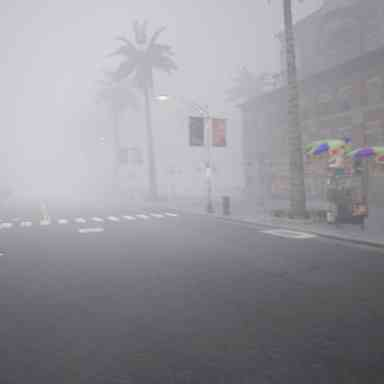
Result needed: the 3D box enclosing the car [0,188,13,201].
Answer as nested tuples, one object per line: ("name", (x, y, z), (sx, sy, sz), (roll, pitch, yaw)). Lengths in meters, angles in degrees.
("car", (-29.506, 0.477, 52.355), (2.150, 2.045, 5.566), (-2, 4, -28))
